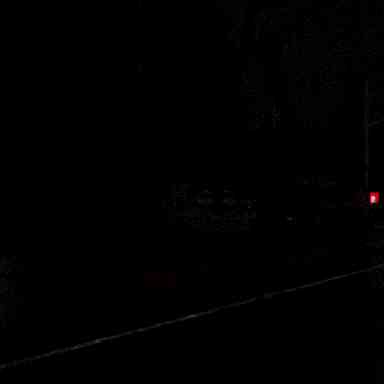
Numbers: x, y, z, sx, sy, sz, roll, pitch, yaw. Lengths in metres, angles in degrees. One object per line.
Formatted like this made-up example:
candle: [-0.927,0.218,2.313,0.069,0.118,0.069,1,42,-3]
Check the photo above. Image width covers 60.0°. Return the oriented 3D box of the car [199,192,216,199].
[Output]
car: [4.957,1.113,92.288,1.932,1.855,4.605,0,0,-37]

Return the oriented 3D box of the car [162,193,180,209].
car: [-4.030,1.367,44.389,2.097,1.767,4.553,0,0,-37]

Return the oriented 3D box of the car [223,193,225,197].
car: [7.046,1.092,94.350,1.905,1.878,3.866,0,0,-37]

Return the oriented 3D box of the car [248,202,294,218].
car: [6.989,1.580,29.731,1.994,1.385,4.181,0,0,-37]
